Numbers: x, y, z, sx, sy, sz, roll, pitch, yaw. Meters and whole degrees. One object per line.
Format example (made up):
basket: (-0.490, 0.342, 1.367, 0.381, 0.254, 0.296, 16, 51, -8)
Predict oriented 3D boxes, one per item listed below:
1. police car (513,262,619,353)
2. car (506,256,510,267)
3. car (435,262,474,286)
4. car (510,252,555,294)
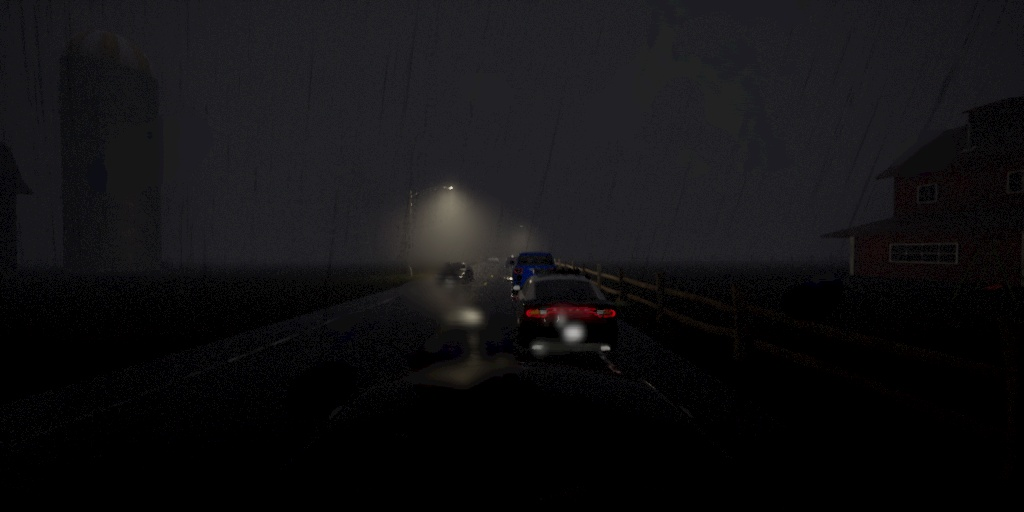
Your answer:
police car: (1.067, 1.104, 8.767, 1.930, 1.638, 5.238, 0, 1, 0)
car: (0.153, 0.780, 50.381, 1.882, 1.535, 5.008, 0, 0, 1)
car: (-3.555, 1.087, 23.179, 2.033, 1.411, 5.357, 0, 1, 0)
car: (1.088, 0.807, 18.686, 2.150, 2.045, 5.566, 0, 1, 0)
